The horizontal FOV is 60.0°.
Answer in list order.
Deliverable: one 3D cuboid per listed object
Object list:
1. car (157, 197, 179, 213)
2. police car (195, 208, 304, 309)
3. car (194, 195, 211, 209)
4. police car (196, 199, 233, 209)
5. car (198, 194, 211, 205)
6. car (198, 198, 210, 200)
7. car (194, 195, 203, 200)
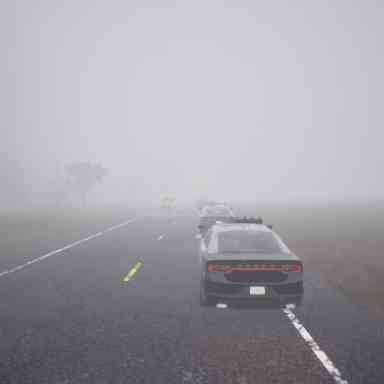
[{"bbox_3d":[-2.616,1.349,37.187,2.097,1.767,4.553,0,0,3],"label":"car"},{"bbox_3d":[1.117,1.425,8.085,1.930,1.638,5.238,0,0,1],"label":"police car"},{"bbox_3d":[1.450,1.498,45.940,1.837,1.490,4.892,0,0,4],"label":"car"},{"bbox_3d":[1.310,1.426,18.050,1.930,1.638,5.238,0,0,1],"label":"police car"},{"bbox_3d":[2.342,1.335,60.020,2.097,1.767,4.553,0,0,4],"label":"car"},{"bbox_3d":[1.486,1.456,24.107,1.801,1.575,5.366,0,0,2],"label":"car"},{"bbox_3d":[1.842,1.519,91.357,1.994,1.385,4.181,0,0,6],"label":"car"}]
